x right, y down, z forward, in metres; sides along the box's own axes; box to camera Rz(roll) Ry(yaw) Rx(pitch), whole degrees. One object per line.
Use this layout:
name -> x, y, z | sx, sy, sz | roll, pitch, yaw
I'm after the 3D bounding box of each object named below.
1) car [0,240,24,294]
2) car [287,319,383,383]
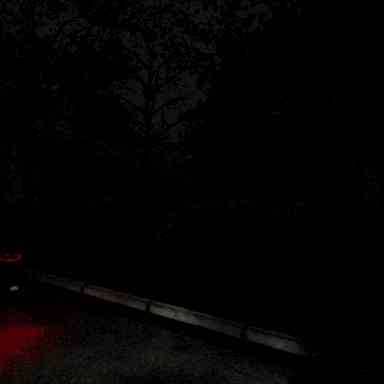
car -> -5.829, 1.488, 7.586 | 5.008, 1.535, 1.882 | 0, 0, 36
car -> 2.642, 1.351, 1.479 | 4.553, 1.767, 2.097 | 0, 0, 36
